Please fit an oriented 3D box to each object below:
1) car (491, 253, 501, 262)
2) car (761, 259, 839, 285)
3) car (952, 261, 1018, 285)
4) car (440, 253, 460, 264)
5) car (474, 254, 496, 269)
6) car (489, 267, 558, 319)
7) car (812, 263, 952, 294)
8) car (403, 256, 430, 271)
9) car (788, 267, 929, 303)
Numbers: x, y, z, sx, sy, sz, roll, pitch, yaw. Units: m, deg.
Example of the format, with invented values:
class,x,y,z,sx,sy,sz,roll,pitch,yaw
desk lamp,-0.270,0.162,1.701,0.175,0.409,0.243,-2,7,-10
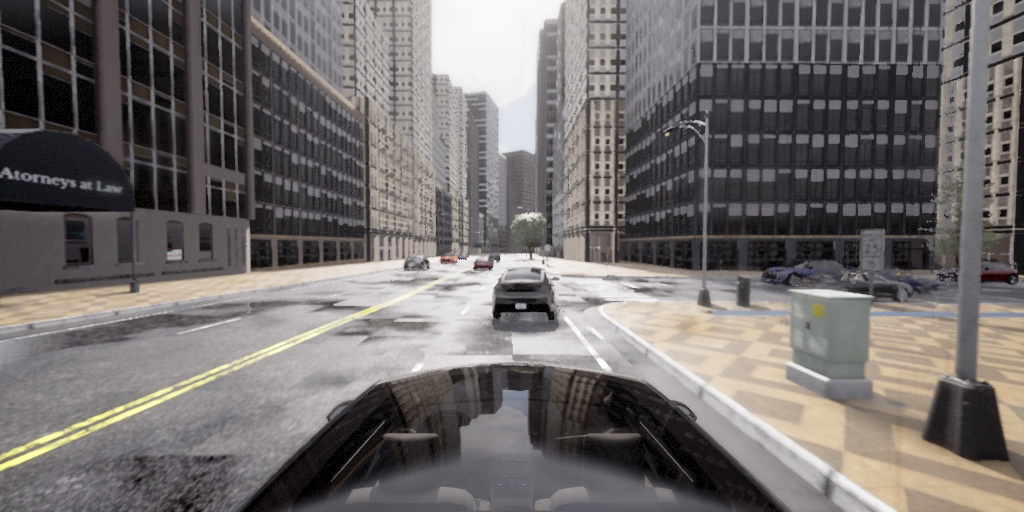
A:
class,x,y,z,sx,sy,sz,roll,pitch,yaw
car,-3.162,0.170,64.928,2.097,1.767,4.553,0,1,0
car,18.377,1.000,22.567,4.553,1.767,2.097,1,2,-1
car,32.738,1.148,25.370,4.097,1.591,1.967,0,0,-1
car,-9.813,0.308,55.539,2.097,1.767,4.553,0,1,0
car,-3.157,0.743,40.387,1.994,1.385,4.181,0,1,0
car,0.533,1.133,12.215,1.837,1.490,4.892,-1,0,7
car,19.769,1.308,19.406,5.357,1.411,2.033,1,2,0
car,-9.850,0.715,37.345,2.128,1.511,4.902,0,1,0
car,15.911,1.357,16.649,4.403,1.370,2.007,0,0,-1
